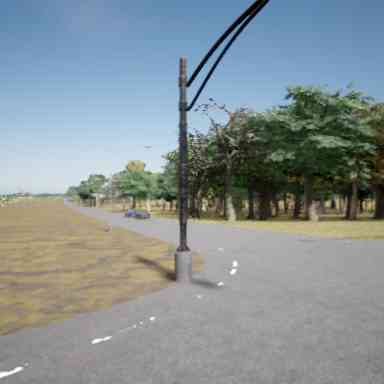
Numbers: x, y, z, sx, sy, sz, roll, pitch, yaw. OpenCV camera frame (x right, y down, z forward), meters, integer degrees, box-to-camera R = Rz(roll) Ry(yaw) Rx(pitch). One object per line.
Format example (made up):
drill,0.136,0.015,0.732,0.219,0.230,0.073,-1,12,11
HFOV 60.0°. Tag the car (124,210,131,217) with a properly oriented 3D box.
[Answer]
car,-12.051,4.253,65.628,1.812,1.442,4.674,0,-2,-21

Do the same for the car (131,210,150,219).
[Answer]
car,-8.369,3.820,56.304,2.128,1.511,4.902,0,-2,-21
